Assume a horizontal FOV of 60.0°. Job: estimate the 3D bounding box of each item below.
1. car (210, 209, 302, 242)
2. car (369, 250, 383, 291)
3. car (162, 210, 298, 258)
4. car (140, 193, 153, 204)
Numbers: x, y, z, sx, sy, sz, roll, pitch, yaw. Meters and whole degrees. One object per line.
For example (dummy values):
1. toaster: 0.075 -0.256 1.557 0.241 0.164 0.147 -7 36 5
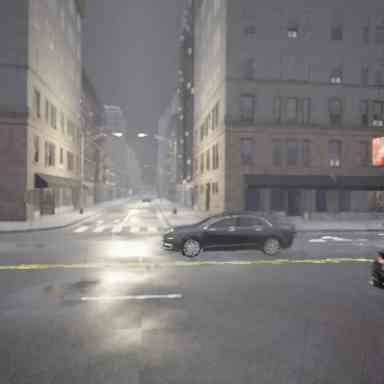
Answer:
1. car: 3.033 1.606 16.534 4.181 1.385 1.994 0 0 1
2. car: 5.966 1.550 6.309 4.902 1.511 2.128 0 0 -7
3. car: 1.318 1.531 12.463 4.892 1.490 1.837 0 0 -7
4. car: -9.276 1.574 67.945 2.128 1.511 4.902 1 0 -7
